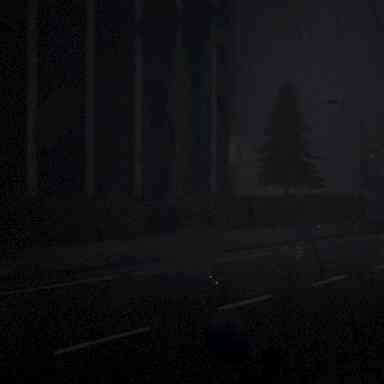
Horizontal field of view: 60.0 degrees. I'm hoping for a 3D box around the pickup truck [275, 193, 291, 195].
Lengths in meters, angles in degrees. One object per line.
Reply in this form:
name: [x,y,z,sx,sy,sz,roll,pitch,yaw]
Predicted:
pickup truck: [19.743,1.193,71.374,2.390,2.098,6.274,0,0,-6]
